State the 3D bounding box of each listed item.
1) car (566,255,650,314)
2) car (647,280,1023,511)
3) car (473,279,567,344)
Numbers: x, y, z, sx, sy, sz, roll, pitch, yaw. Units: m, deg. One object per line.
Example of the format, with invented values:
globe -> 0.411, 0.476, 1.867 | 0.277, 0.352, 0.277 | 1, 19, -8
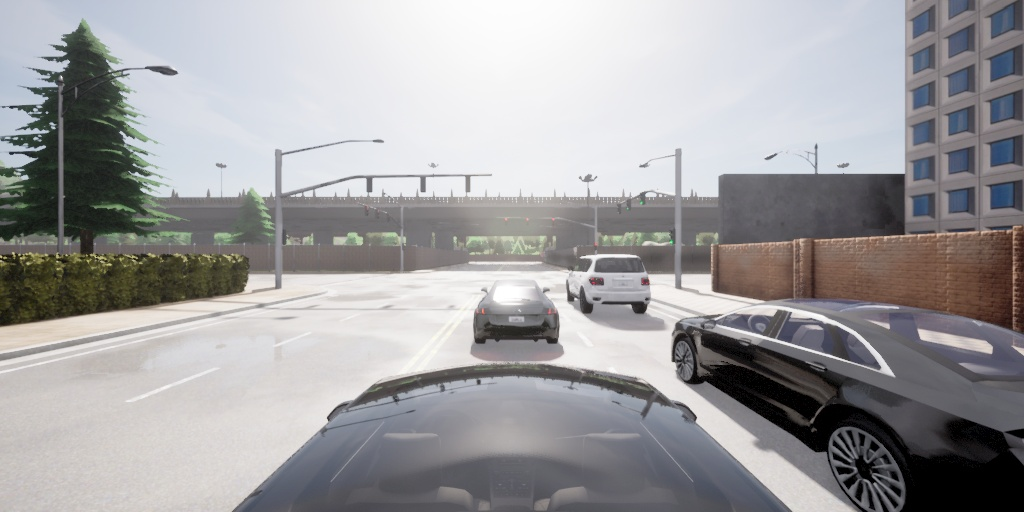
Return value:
car -> 3.493, 0.971, 13.955 | 2.150, 2.045, 5.566 | 0, 0, 0
car -> 3.596, 1.241, 4.150 | 2.128, 1.511, 4.902 | 0, 0, 0
car -> 0.096, 1.313, 9.611 | 1.994, 1.385, 4.181 | 0, 0, 0
